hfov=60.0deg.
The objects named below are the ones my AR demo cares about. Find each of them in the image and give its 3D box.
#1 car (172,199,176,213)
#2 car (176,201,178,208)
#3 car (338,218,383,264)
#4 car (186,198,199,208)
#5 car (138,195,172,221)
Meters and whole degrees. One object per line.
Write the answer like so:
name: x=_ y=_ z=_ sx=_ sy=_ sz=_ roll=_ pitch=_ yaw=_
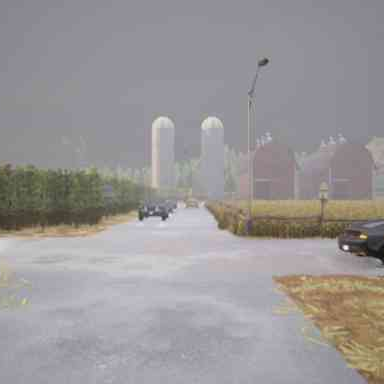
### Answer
car: x=-3.160 y=1.718 z=38.405 sx=1.994 sy=1.385 sz=4.181 roll=0 pitch=0 yaw=-1
car: x=-3.118 y=1.695 z=48.515 sx=2.128 sy=1.511 sz=4.902 roll=0 pitch=0 yaw=0
car: x=7.622 y=1.653 z=11.521 sx=4.892 sy=1.490 sz=1.837 roll=1 pitch=-3 yaw=-6
car: x=0.055 y=1.689 z=51.130 sx=1.882 sy=1.535 sz=5.008 roll=0 pitch=0 yaw=0
car: x=-3.162 y=1.300 z=28.458 sx=2.150 sy=2.045 sz=5.566 roll=0 pitch=-1 yaw=0
